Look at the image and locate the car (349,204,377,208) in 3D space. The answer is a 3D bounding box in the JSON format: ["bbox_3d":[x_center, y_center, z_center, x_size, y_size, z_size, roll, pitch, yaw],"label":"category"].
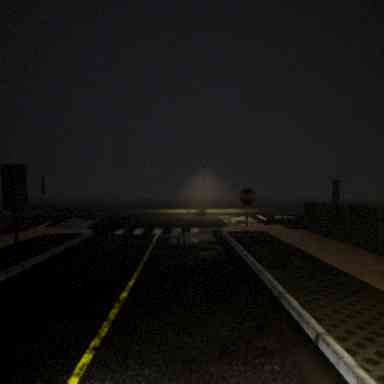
[{"bbox_3d":[12.624,1.508,23.903,4.718,1.301,1.895,0,4,-4],"label":"car"}]
